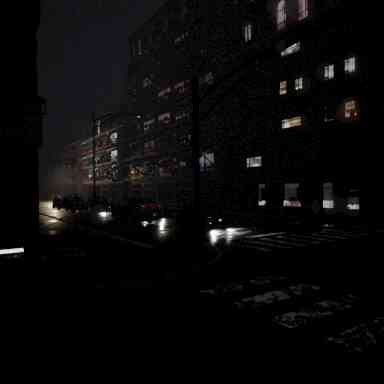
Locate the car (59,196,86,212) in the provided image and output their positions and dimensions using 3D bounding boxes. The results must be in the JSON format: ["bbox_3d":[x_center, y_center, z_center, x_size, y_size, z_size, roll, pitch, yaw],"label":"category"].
[{"bbox_3d":[-12.640,1.448,36.369,2.008,1.369,4.403,-1,1,-35],"label":"car"}]

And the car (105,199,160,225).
[{"bbox_3d":[-4.406,1.509,24.178,1.887,1.381,4.507,-1,1,-35],"label":"car"}]

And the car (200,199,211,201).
[{"bbox_3d":[0.788,1.360,31.821,1.887,1.381,4.507,-1,1,-35],"label":"car"}]

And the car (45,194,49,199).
[{"bbox_3d":[-34.831,1.075,83.389,1.752,1.417,4.829,-1,1,-35],"label":"car"}]

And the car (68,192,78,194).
[{"bbox_3d":[-19.807,1.210,56.810,2.128,1.511,4.902,-1,1,-35],"label":"car"}]

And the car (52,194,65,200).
[{"bbox_3d":[-31.513,1.125,78.569,2.008,1.369,4.403,-1,1,-35],"label":"car"}]

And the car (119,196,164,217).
[{"bbox_3d":[-4.310,1.258,28.826,2.097,1.767,4.553,-1,1,-35],"label":"car"}]

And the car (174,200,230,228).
[{"bbox_3d":[0.586,1.508,21.720,1.994,1.385,4.181,-1,1,-34],"label":"car"}]

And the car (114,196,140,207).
[{"bbox_3d":[-9.057,1.266,45.942,1.752,1.417,4.829,-1,1,-35],"label":"car"}]

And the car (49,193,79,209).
[{"bbox_3d":[-15.862,1.313,41.049,1.967,1.590,4.097,-1,1,-35],"label":"car"}]

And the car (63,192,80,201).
[{"bbox_3d":[-25.071,0.935,69.204,2.192,1.841,5.009,-1,1,-35],"label":"car"}]

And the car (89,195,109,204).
[{"bbox_3d":[-15.501,1.217,55.303,1.752,1.417,4.829,-1,1,-35],"label":"car"}]

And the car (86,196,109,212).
[{"bbox_3d":[-9.906,1.426,36.971,1.994,1.385,4.181,-1,1,-35],"label":"car"}]
